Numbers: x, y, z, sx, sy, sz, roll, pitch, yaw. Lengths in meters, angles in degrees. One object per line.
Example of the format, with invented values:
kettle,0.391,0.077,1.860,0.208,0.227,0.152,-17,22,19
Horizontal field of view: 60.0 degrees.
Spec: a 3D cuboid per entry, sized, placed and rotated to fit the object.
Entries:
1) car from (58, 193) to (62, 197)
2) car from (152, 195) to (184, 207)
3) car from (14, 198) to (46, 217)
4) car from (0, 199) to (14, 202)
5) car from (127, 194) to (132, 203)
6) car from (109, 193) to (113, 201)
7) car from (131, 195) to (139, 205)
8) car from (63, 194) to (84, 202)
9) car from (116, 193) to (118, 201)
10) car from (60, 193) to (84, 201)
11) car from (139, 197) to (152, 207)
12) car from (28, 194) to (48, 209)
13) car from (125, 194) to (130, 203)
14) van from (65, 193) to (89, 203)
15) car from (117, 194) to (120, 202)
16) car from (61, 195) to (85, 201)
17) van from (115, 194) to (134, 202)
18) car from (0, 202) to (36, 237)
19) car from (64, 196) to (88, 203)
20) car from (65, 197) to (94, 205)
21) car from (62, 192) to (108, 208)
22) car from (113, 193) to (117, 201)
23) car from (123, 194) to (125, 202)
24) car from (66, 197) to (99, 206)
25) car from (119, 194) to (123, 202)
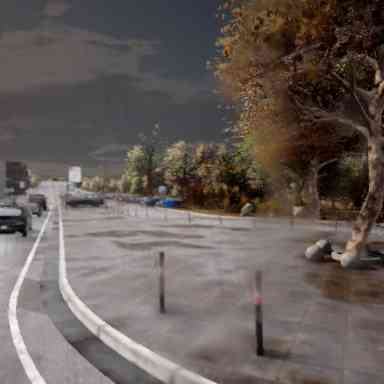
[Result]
car,-27.139,1.499,75.906,5.366,1.575,1.946,1,0,-23
car,-3.435,1.619,52.234,4.553,1.767,2.185,1,0,-23
car,-15.480,1.632,31.957,2.033,1.411,5.357,1,0,-22
car,-22.905,1.570,41.303,2.033,1.411,5.357,1,0,-21
car,-9.948,1.727,67.884,5.008,1.535,2.097,1,0,-23
car,-18.679,1.674,88.718,4.892,1.521,2.231,1,0,-23
car,-8.854,1.735,65.281,4.892,1.521,2.231,1,0,-23
car,-28.031,1.373,78.596,4.553,1.767,2.185,1,0,-23
car,-15.425,1.568,81.031,4.553,1.767,2.185,1,0,-23
car,-30.219,1.234,83.806,5.566,2.045,2.435,1,0,-23
car,-5.638,1.496,57.578,5.566,2.045,2.435,1,0,-23
car,-20.310,1.295,43.696,2.150,2.045,5.566,1,0,-22
car,-11.041,1.720,70.488,5.008,1.535,2.097,1,0,-23
van,-23.577,1.301,68.207,4.442,1.987,1.878,1,0,-23
car,-14.368,1.700,78.413,5.008,1.535,2.097,1,0,-23
car,-28.985,1.491,81.260,5.366,1.575,1.946,1,0,-23
van,-17.482,1.456,86.155,4.442,1.987,1.878,1,0,-23
car,-10.093,1.567,18.557,1.882,1.535,5.008,1,0,-22
car,-24.784,1.558,70.765,4.674,1.452,2.002,1,0,-23
car,-20.410,1.585,60.343,4.674,1.452,2.002,1,0,-23
car,-16.055,1.310,49.912,5.566,2.045,2.435,1,0,-23
car,-16.543,1.686,83.624,5.008,1.535,2.097,1,0,-23
car,-12.103,1.744,73.105,4.792,1.488,2.163,1,0,-23
car,-18.225,1.556,55.132,5.008,1.535,2.097,1,0,-23
car,-13.266,1.706,75.814,5.008,1.535,2.097,1,0,-23
